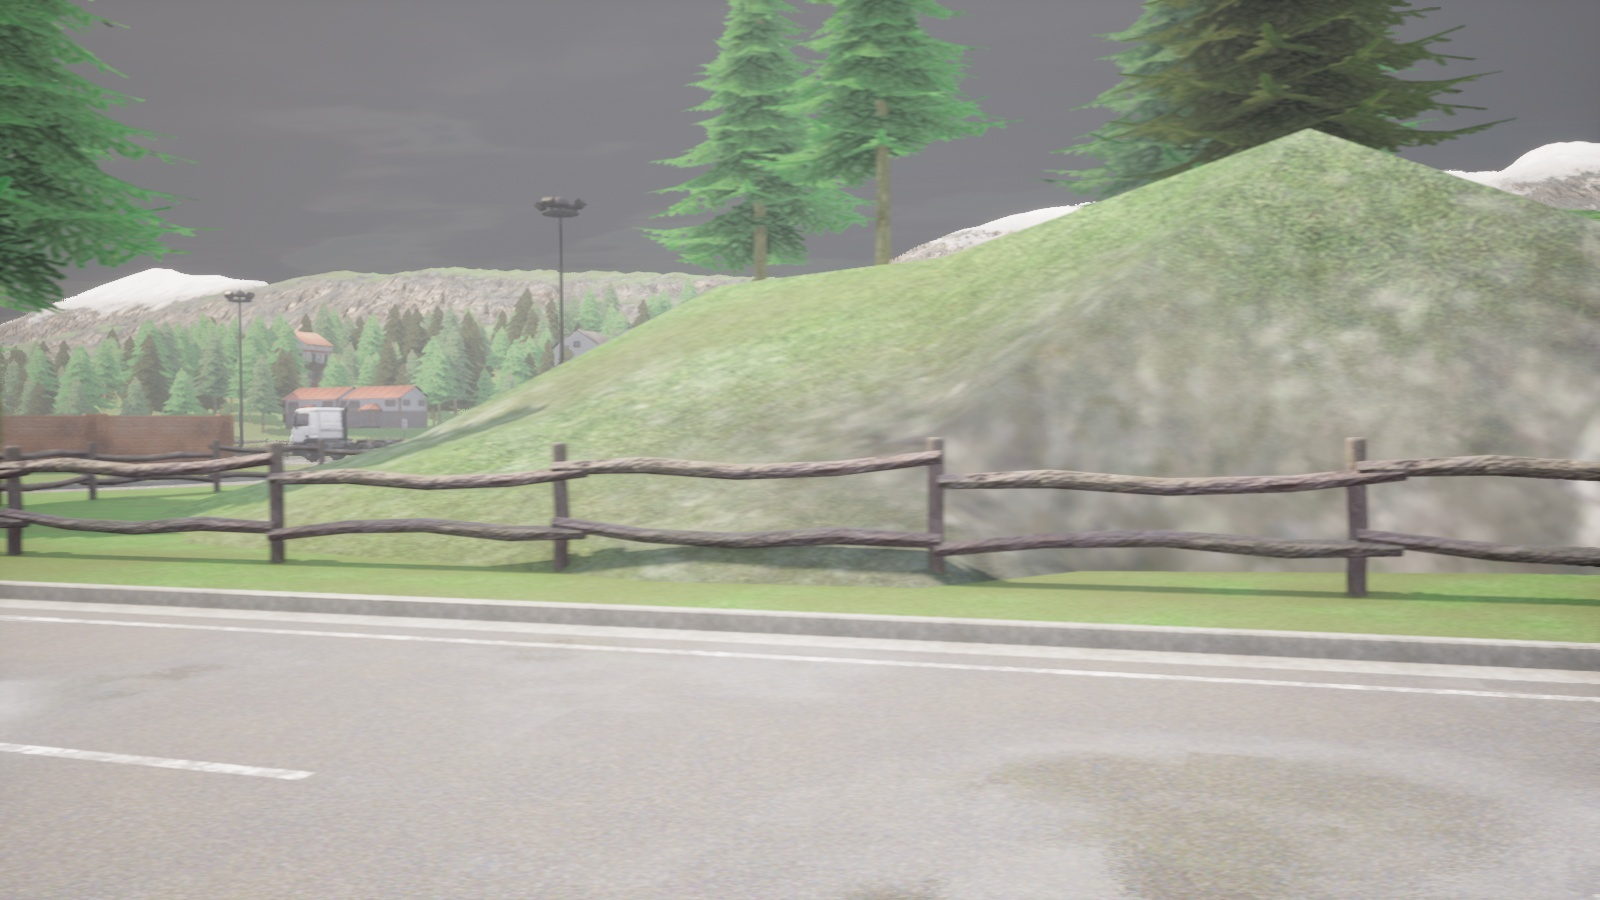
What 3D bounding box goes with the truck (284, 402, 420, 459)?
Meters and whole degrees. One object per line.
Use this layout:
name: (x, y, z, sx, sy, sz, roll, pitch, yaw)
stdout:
truck: (-28.058, -1.228, 78.745, 7.936, 3.462, 2.891, 0, 1, 19)
